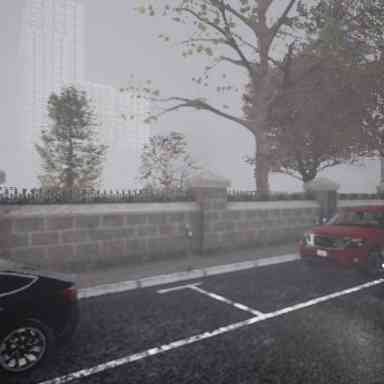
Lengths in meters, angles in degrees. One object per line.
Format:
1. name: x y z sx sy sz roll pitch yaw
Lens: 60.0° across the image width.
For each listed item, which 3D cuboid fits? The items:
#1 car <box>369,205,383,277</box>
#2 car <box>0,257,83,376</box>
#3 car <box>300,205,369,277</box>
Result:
1. car: 7.009 1.269 8.379 5.566 2.045 2.150 0 0 -36
2. car: -3.565 1.563 4.016 4.313 1.339 1.947 0 0 -36
3. car: 5.603 1.363 10.556 5.009 1.841 2.192 0 0 -36
